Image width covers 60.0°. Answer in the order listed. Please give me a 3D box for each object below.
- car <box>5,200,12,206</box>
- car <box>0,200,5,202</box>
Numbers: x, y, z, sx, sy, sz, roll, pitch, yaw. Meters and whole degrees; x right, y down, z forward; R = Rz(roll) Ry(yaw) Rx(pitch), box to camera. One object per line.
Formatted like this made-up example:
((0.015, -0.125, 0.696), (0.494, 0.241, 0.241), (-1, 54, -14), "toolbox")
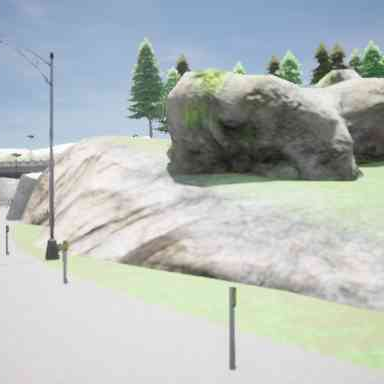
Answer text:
((-21.814, 1.822, 43.838), (2.150, 2.045, 5.566), (0, -1, -3), "car")
((-43.992, 2.586, 74.938), (2.128, 1.511, 4.902), (0, -1, -2), "car")
